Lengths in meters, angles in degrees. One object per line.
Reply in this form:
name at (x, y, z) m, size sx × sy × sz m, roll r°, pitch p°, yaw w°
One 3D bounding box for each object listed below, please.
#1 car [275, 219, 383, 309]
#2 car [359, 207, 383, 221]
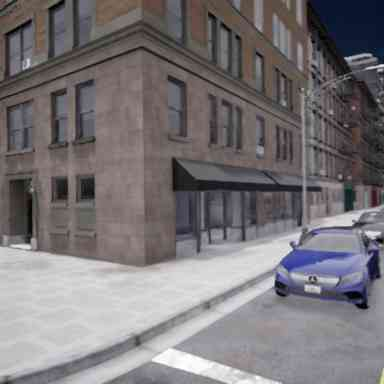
car at (3.613, 1.641, 8.401) m, size 1.812 × 1.442 × 4.674 m, roll -1°, pitch -1°, yaw 33°
car at (8.894, 1.675, 15.902) m, size 2.128 × 1.511 × 4.902 m, roll -1°, pitch -1°, yaw 35°
